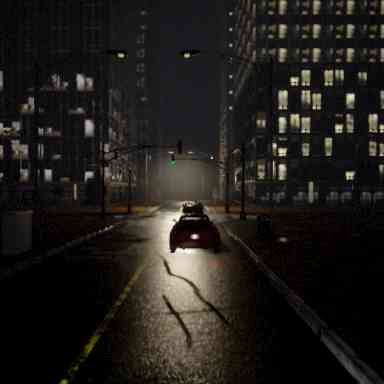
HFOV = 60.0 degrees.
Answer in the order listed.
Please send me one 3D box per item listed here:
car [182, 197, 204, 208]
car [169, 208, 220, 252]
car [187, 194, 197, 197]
[{"bbox_3d":[0.100,1.574,31.097,2.128,1.511,4.902,0,1,0],"label":"car"},{"bbox_3d":[0.102,1.597,14.064,1.994,1.385,4.181,0,0,0],"label":"car"},{"bbox_3d":[0.008,1.455,74.989,2.150,2.045,5.566,0,0,0],"label":"car"}]
